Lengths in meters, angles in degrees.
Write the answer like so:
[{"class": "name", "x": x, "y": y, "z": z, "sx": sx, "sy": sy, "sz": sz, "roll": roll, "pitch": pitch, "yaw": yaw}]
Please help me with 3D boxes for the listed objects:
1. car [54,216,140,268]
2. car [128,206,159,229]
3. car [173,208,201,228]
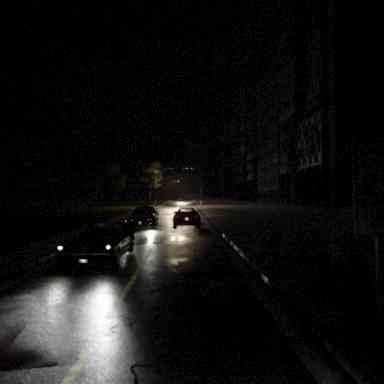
[{"class": "car", "x": -3.270, "y": 1.771, "z": 12.122, "sx": 1.895, "sy": 1.301, "sz": 4.718, "roll": -1, "pitch": -1, "yaw": -1}, {"class": "car", "x": -3.481, "y": 1.808, "z": 24.392, "sx": 1.837, "sy": 1.490, "sz": 4.892, "roll": -1, "pitch": -1, "yaw": -1}, {"class": "car", "x": -0.399, "y": 1.834, "z": 24.705, "sx": 1.994, "sy": 1.385, "sz": 4.181, "roll": -1, "pitch": -1, "yaw": -1}]
